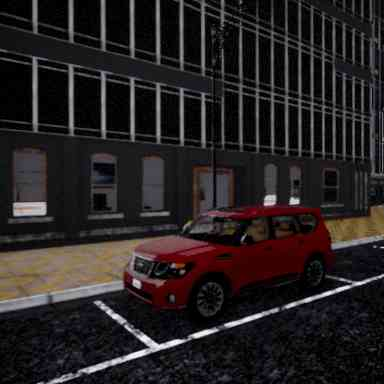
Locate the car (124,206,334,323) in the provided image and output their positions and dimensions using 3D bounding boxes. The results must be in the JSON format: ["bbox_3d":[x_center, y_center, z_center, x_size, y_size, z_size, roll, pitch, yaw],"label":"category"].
[{"bbox_3d":[1.076,1.275,7.322,5.009,1.841,2.192,-1,1,-36],"label":"car"}]
